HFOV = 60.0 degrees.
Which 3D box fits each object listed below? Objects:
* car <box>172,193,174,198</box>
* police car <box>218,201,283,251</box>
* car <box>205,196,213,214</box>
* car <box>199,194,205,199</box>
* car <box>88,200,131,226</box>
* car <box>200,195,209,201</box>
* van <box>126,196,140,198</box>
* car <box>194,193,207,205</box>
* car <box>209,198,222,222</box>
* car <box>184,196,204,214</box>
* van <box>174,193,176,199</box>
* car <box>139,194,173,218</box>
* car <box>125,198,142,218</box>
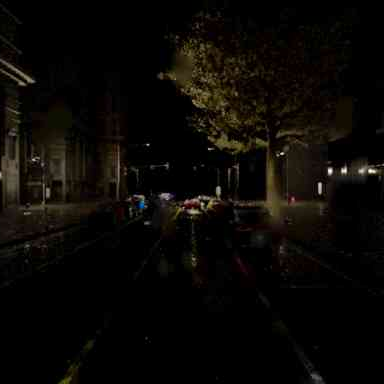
[{"bbox_3d":[-5.752,1.383,77.087,1.887,1.381,4.507,0,0,0],"label":"car"},{"bbox_3d":[2.372,1.387,14.064,1.930,1.638,5.238,0,0,0],"label":"police car"},{"bbox_3d":[2.780,1.430,39.143,1.752,1.417,4.829,0,0,0],"label":"car"},{"bbox_3d":[2.805,1.342,93.812,1.752,1.417,4.829,0,0,0],"label":"car"},{"bbox_3d":[-5.757,1.486,22.752,1.887,1.381,4.507,0,0,0],"label":"car"},{"bbox_3d":[2.803,1.383,77.066,1.887,1.381,4.507,0,0,0],"label":"car"},{"bbox_3d":[-5.754,1.258,33.577,1.690,1.788,3.998,0,0,0],"label":"van"},{"bbox_3d":[2.270,1.361,48.773,4.902,1.511,2.128,-1,2,-30],"label":"car"},{"bbox_3d":[2.770,1.473,28.393,1.887,1.381,4.507,0,0,0],"label":"car"},{"bbox_3d":[0.071,1.506,39.105,1.895,1.301,4.718,0,0,0],"label":"car"},{"bbox_3d":[-5.747,1.165,88.137,1.690,1.788,3.998,0,0,0],"label":"van"},{"bbox_3d":[-3.076,1.277,29.588,2.097,1.767,4.553,0,0,0],"label":"car"},{"bbox_3d":[-5.755,1.495,28.165,1.947,1.339,4.313,0,0,0],"label":"car"}]
